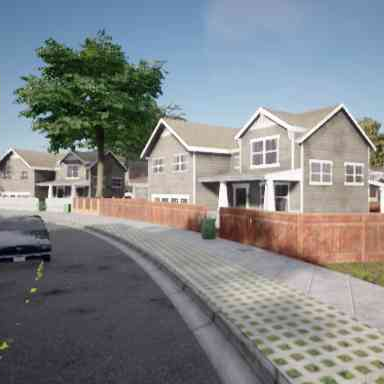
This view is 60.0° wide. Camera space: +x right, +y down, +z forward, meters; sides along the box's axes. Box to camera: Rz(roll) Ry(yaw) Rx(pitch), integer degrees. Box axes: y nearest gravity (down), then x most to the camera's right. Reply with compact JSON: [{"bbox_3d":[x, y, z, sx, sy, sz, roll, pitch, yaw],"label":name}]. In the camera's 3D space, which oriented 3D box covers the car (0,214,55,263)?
[{"bbox_3d":[-6.042,1.518,11.832,2.033,1.411,5.357,0,0,-26],"label":"car"}]
